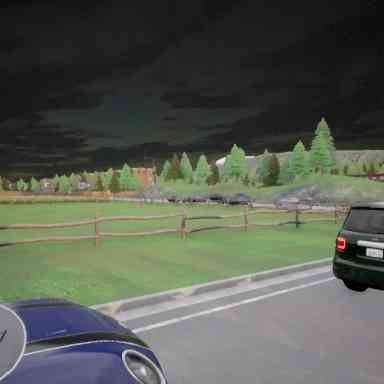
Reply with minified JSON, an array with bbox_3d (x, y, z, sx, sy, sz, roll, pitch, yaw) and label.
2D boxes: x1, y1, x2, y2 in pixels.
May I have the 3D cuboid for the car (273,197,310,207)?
[{"bbox_3d":[15.564,1.547,52.254,2.033,1.411,5.357,0,0,-36],"label":"car"}]

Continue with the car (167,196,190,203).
[{"bbox_3d":[-3.119,1.542,66.052,1.837,1.490,4.892,0,0,-36],"label":"car"}]

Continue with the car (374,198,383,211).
[{"bbox_3d":[24.714,1.526,39.901,1.812,1.442,4.674,0,0,-38],"label":"car"}]

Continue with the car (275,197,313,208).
[{"bbox_3d":[14.472,1.526,47.827,1.812,1.442,4.674,0,0,-36],"label":"car"}]

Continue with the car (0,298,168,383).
[{"bbox_3d":[-2.344,1.352,2.070,4.553,1.767,2.097,0,0,-36],"label":"car"}]

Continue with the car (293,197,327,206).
[{"bbox_3d":[20.389,1.547,57.533,2.033,1.411,5.357,0,0,-36],"label":"car"}]

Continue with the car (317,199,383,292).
[{"bbox_3d":[5.552,1.221,7.728,5.566,2.045,2.150,0,0,-36],"label":"car"}]

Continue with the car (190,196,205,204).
[{"bbox_3d":[0.974,1.477,66.359,1.882,1.535,5.008,0,0,-36],"label":"car"}]

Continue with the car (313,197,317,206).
[{"bbox_3d":[18.598,1.527,54.041,1.812,1.442,4.674,0,1,-37],"label":"car"}]

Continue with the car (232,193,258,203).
[{"bbox_3d":[11.105,1.218,70.333,2.150,2.045,5.566,0,0,-36],"label":"car"}]

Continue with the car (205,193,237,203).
[{"bbox_3d":[5.705,1.221,65.797,2.150,2.045,5.566,0,0,-36],"label":"car"}]

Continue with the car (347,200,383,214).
[{"bbox_3d":[19.110,1.564,35.638,1.994,1.385,4.181,0,0,-37],"label":"car"}]

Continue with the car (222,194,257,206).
[{"bbox_3d":[7.405,1.505,51.549,1.837,1.490,4.892,0,0,-36],"label":"car"}]
